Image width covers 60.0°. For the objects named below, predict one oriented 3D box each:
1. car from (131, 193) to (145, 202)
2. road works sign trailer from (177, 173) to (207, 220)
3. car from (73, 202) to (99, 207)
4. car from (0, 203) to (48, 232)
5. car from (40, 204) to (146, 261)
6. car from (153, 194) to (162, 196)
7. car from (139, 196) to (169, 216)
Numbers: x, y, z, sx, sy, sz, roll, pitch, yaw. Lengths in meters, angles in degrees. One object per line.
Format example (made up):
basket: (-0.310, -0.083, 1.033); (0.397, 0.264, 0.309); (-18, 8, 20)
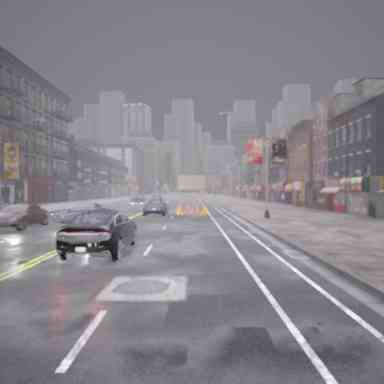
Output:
car: (-9.785, 0.961, 60.863); (2.097, 1.767, 4.553); (0, 0, 1)
road works sign trailer: (-0.002, 0.276, 26.229); (2.380, 3.560, 2.880); (0, 0, 0)
car: (-6.601, 1.371, 20.867); (1.812, 1.442, 4.674); (0, 0, 0)
car: (-9.851, 1.383, 19.150); (1.812, 1.442, 4.674); (0, 0, 0)
car: (-3.152, 1.399, 11.843); (2.128, 1.511, 4.902); (0, 0, 0)
car: (-6.536, 1.095, 62.175); (2.128, 1.511, 4.902); (0, 0, 1)
car: (-3.154, 1.355, 29.621); (1.994, 1.385, 4.181); (0, 0, 0)
